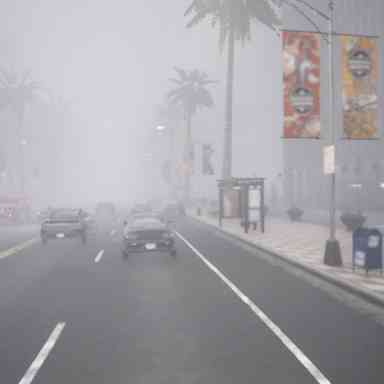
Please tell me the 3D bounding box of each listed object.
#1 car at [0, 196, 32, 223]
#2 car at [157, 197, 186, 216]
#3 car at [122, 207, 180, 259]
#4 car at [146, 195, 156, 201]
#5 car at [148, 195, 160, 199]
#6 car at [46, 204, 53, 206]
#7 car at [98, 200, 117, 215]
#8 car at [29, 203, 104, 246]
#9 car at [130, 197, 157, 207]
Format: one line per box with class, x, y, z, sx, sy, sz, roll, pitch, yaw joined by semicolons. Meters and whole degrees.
car;-14.749;1.320;26.936;2.150;2.045;5.566;-1;0;-10
car;-1.736;1.461;31.460;2.231;1.521;4.892;-1;0;-10
car;-1.649;1.527;12.652;1.812;1.442;4.674;-1;0;-9
car;-10.072;1.515;82.084;2.161;1.482;4.786;-1;0;-10
car;-6.679;1.348;60.416;2.185;1.767;4.553;-1;0;-10
car;-11.305;1.678;27.585;1.895;1.301;4.718;-1;0;-10
car;-8.781;1.536;34.170;2.128;1.511;4.902;-1;0;-10
car;-5.661;1.527;15.709;2.128;1.511;4.902;-1;0;-9
car;-4.657;1.500;30.812;2.128;1.511;4.902;-1;0;-10
